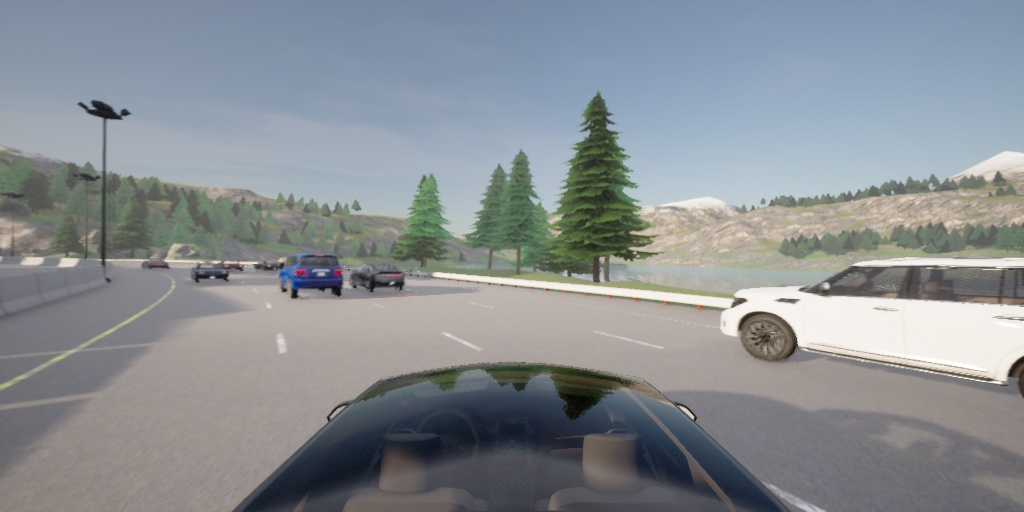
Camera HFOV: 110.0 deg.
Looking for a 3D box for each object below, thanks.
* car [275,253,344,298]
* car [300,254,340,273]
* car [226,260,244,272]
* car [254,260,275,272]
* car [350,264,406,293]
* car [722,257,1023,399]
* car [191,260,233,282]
[{"bbox_3d":[-10.207,0.901,18.093,2.150,2.045,5.566,1,-1,-39],"label":"car"},{"bbox_3d":[-21.810,0.830,40.585,5.566,2.045,2.150,0,-1,42],"label":"car"},{"bbox_3d":[-32.012,1.122,40.430,4.718,1.301,1.895,0,0,39],"label":"car"},{"bbox_3d":[-28.805,1.152,42.360,4.718,1.301,1.895,0,0,39],"label":"car"},{"bbox_3d":[-7.759,1.197,20.494,2.128,1.511,4.902,1,0,-39],"label":"car"},{"bbox_3d":[6.701,1.036,5.992,2.150,2.045,5.566,1,0,-32],"label":"car"},{"bbox_3d":[-22.411,1.188,26.542,1.895,1.301,4.718,1,0,-45],"label":"car"}]
